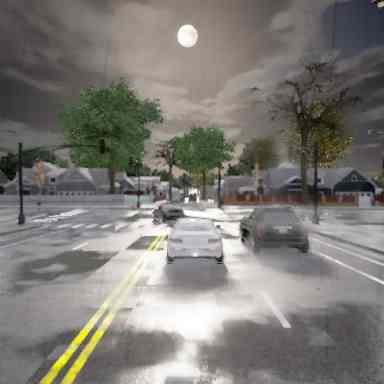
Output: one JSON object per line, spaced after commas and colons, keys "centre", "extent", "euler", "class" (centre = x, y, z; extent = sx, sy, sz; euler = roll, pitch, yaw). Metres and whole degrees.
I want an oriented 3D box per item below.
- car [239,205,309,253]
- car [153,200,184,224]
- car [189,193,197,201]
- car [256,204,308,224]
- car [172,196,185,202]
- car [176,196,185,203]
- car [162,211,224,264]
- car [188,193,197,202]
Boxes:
{"centre": [3.349, 1.470, 14.382], "extent": [2.097, 1.767, 4.553], "euler": [0, 0, 0], "class": "car"}
{"centre": [-1.990, 1.740, 27.622], "extent": [1.837, 1.490, 4.892], "euler": [0, 0, -18], "class": "car"}
{"centre": [0.218, 1.395, 91.464], "extent": [2.150, 2.045, 5.566], "euler": [0, -1, 1], "class": "car"}
{"centre": [7.649, 1.792, 28.036], "extent": [4.674, 1.442, 1.812], "euler": [1, -1, -40], "class": "car"}
{"centre": [-2.907, 1.652, 62.739], "extent": [1.994, 1.385, 4.181], "euler": [0, 0, 1], "class": "car"}
{"centre": [-2.691, 1.661, 78.220], "extent": [1.882, 1.535, 5.008], "euler": [0, 0, 1], "class": "car"}
{"centre": [0.101, 1.624, 12.157], "extent": [1.812, 1.442, 4.674], "euler": [0, -1, 0], "class": "car"}
{"centre": [0.093, 1.694, 81.001], "extent": [1.837, 1.490, 4.892], "euler": [0, 0, 1], "class": "car"}
